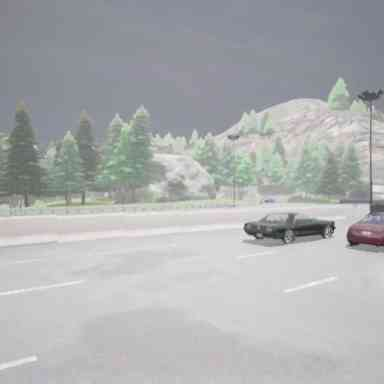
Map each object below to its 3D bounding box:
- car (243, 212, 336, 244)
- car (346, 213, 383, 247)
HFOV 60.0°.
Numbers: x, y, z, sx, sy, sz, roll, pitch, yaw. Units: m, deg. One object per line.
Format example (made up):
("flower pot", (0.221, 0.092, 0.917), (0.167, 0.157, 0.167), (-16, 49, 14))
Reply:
("car", (4.760, 1.611, 15.781), (4.718, 1.301, 1.895), (0, 0, -35))
("car", (8.428, 1.575, 14.093), (4.181, 1.385, 1.994), (0, 0, -35))
